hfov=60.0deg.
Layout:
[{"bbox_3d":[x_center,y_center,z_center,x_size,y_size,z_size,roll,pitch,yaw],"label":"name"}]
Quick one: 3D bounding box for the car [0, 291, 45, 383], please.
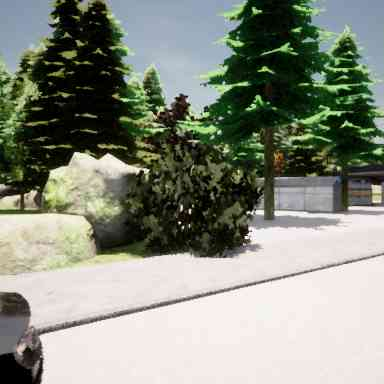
[{"bbox_3d":[-3.582,1.493,2.051,4.902,1.511,2.128,0,0,-35],"label":"car"}]
